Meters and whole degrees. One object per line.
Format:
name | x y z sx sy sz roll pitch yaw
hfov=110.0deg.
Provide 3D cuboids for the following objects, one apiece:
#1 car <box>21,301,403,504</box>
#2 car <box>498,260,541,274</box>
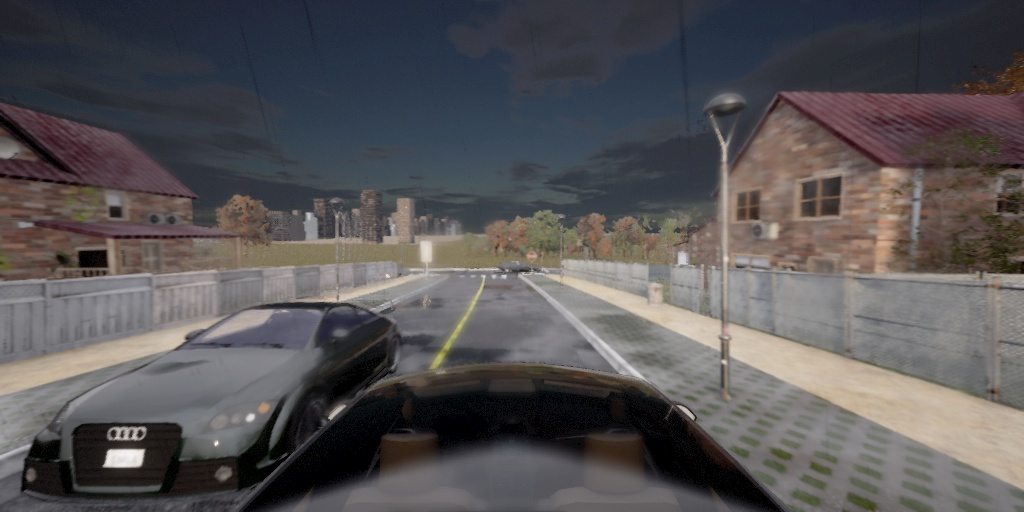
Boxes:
car | -2.896 1.316 4.655 1.994 1.385 4.181 0 0 -1
car | 0.842 1.245 40.443 4.902 1.511 2.128 2 2 -6
